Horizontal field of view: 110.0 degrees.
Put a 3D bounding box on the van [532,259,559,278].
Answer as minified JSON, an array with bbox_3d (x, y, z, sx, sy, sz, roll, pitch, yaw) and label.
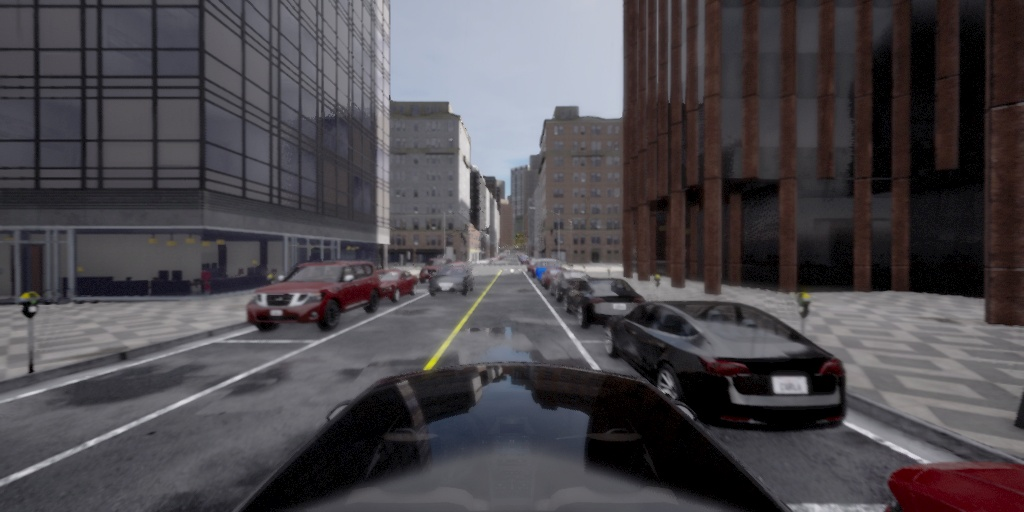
[{"bbox_3d":[2.775,1.126,28.213,1.690,1.789,3.998,0,0,0],"label":"van"}]

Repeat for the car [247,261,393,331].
[{"bbox_3d":[-5.758,1.081,11.288,2.192,1.841,5.009,0,0,0],"label":"car"}]

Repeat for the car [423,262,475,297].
[{"bbox_3d":[-3.091,1.268,19.163,2.128,1.511,4.902,0,0,0],"label":"car"}]

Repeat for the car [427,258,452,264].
[{"bbox_3d":[-5.750,1.100,28.220,2.192,1.841,5.009,0,0,0],"label":"car"}]

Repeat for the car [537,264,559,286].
[{"bbox_3d":[2.772,1.362,22.569,1.802,1.307,4.207,0,0,0],"label":"car"}]

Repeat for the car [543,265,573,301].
[{"bbox_3d":[2.770,1.324,16.924,2.007,1.370,4.403,0,0,0],"label":"car"}]

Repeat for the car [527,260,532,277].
[{"bbox_3d":[2.777,1.229,33.858,1.967,1.591,4.097,0,0,0],"label":"car"}]

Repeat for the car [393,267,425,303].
[{"bbox_3d":[-5.755,1.319,16.932,1.888,1.381,4.507,0,0,0],"label":"car"}]

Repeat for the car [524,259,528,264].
[{"bbox_3d":[2.782,1.374,45.147,1.802,1.307,4.207,0,0,0],"label":"car"}]

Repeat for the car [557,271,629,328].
[{"bbox_3d":[2.767,1.332,11.279,1.948,1.339,4.313,0,0,0],"label":"car"}]

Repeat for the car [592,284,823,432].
[{"bbox_3d":[2.765,1.323,5.634,1.948,1.339,4.313,0,0,0],"label":"car"}]
